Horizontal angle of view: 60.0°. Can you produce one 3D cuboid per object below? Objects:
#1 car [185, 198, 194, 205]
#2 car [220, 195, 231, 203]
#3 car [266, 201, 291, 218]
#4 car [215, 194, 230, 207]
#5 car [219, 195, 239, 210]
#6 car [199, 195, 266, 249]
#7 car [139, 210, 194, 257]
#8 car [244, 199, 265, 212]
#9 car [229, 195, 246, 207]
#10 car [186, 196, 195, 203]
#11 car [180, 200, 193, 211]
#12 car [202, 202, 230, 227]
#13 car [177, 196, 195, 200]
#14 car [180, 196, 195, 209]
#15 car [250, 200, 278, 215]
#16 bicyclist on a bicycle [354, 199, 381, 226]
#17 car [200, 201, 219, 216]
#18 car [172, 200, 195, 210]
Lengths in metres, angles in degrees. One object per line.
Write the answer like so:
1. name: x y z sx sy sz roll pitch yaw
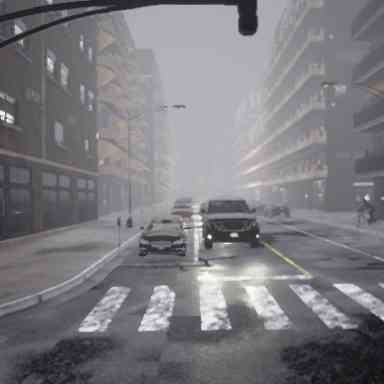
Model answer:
1. car: -0.489 1.984 68.833 1.947 1.339 4.313 0 0 1
2. car: 7.989 1.661 79.860 2.192 1.841 5.009 0 0 1
3. car: 7.537 1.586 29.752 2.008 1.369 4.403 0 0 1
4. car: 5.179 1.470 57.151 2.150 2.045 5.566 -1 0 1
5. car: 5.091 1.402 46.494 2.150 2.045 5.566 -1 0 1
6. car: 1.601 1.269 15.147 2.150 2.045 5.566 -1 0 1
7. car: -0.992 1.629 13.157 2.008 1.369 4.403 0 0 1
8. car: 7.640 1.629 41.057 1.752 1.417 4.829 0 0 1
9. car: 7.788 1.521 57.591 2.192 1.841 5.009 0 0 1
10. car: -0.339 1.839 85.537 2.192 1.841 5.009 0 0 1
11. car: -0.692 1.804 46.393 1.752 1.417 4.829 0 0 1
12. car: 1.697 1.610 25.069 1.837 1.490 4.892 -1 0 1
13. car: -0.792 1.526 35.429 2.192 1.841 5.009 0 0 1
14. car: -0.641 1.629 52.132 2.192 1.841 5.009 0 0 1
15. car: 7.588 1.619 35.319 2.008 1.369 4.403 0 0 1
16. bicyclist on a bicycle: 10.379 1.226 19.689 1.656 1.620 0.582 -1 0 1
17. car: 1.796 1.691 35.132 1.812 1.442 4.674 -1 0 1
18. car: -0.841 1.723 29.860 1.887 1.381 4.507 0 0 1
